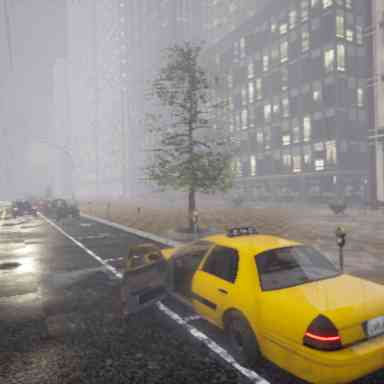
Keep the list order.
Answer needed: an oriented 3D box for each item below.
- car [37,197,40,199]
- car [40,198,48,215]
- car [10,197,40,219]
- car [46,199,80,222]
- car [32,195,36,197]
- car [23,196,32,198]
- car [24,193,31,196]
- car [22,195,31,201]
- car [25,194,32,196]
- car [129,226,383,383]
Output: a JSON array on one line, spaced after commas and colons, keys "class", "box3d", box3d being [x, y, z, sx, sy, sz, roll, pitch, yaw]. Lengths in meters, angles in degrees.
[{"class": "car", "box3d": [-15.144, 1.441, 35.424, 1.887, 1.381, 4.507, -1, 1, -29]}, {"class": "car", "box3d": [-12.420, 1.335, 30.429, 1.967, 1.590, 4.097, -1, 1, -29]}, {"class": "car", "box3d": [-14.617, 1.492, 28.990, 1.812, 1.442, 4.674, -2, 1, -29]}, {"class": "car", "box3d": [-9.692, 1.444, 25.437, 2.008, 1.369, 4.403, -1, 1, -29]}, {"class": "car", "box3d": [-20.596, 1.451, 45.411, 2.008, 1.369, 4.403, -1, 1, -29]}, {"class": "car", "box3d": [-19.954, 1.534, 38.768, 1.994, 1.385, 4.181, -2, 1, -28]}, {"class": "car", "box3d": [-34.308, 1.441, 70.526, 1.752, 1.417, 4.829, -1, 1, -29]}, {"class": "car", "box3d": [-42.404, 1.471, 85.357, 1.887, 1.381, 4.507, -1, 1, -29]}, {"class": "car", "box3d": [-28.773, 1.474, 60.390, 1.947, 1.339, 4.313, -1, 1, -29]}, {"class": "car", "box3d": [0.691, 1.355, 5.690, 1.801, 1.575, 5.366, -2, 1, -29]}]
